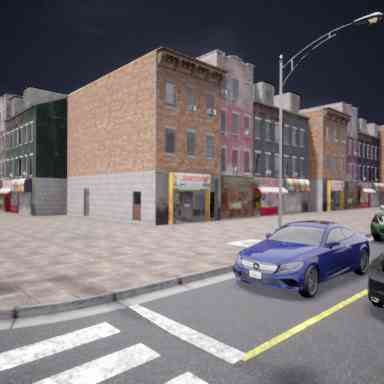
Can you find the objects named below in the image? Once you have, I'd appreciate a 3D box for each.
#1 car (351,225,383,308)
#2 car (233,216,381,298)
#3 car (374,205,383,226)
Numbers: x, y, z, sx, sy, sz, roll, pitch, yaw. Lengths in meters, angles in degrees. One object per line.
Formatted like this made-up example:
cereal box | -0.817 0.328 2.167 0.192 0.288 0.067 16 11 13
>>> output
car | 5.248 1.491 6.813 4.892 1.490 1.837 0 0 -43
car | 3.061 1.502 8.677 4.674 1.442 1.812 0 0 -43
car | 10.272 1.191 15.347 5.566 2.045 2.150 0 0 -42
